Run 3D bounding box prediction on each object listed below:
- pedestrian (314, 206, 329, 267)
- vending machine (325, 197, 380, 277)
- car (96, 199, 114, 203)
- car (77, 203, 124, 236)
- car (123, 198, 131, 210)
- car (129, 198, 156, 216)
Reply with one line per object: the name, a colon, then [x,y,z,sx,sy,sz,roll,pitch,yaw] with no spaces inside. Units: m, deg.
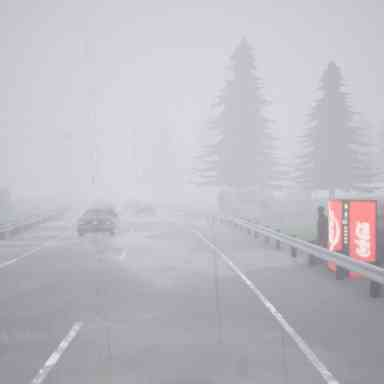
pedestrian: [3.907,1.294,9.949,0.375,1.860,0.375,0,0,-5]
vending machine: [4.428,1.195,9.251,1.100,2.100,0.880,0,0,-5]
car: [-9.358,1.526,35.792,1.812,1.442,4.674,0,0,-17]
car: [-5.089,1.547,18.447,2.033,1.411,5.357,0,0,-9]
car: [-7.655,1.526,42.129,1.812,1.442,4.674,0,0,-19]
car: [-4.825,1.601,32.866,1.895,1.301,4.718,0,0,-16]
